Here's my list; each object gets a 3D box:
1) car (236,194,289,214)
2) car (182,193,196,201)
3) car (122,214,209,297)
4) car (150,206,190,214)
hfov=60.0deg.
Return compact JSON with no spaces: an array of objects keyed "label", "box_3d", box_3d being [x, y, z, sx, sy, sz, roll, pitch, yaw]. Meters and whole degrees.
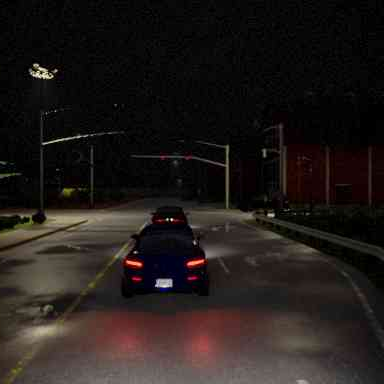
[{"label":"car","box_3d":[7.567,1.246,35.897,5.566,2.045,2.150,0,0,-3]},{"label":"car","box_3d":[-0.647,1.139,81.649,3.866,1.878,1.905,-3,4,44]},{"label":"car","box_3d":[-0.626,1.525,8.472,1.812,1.442,4.674,0,0,-3]},{"label":"car","box_3d":[-1.175,1.504,17.718,1.837,1.490,4.892,0,0,-3]}]
